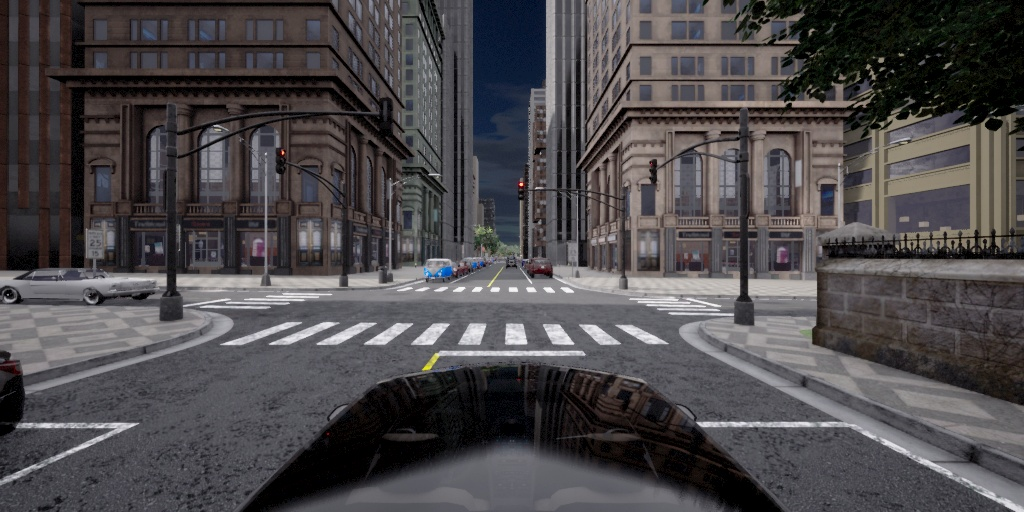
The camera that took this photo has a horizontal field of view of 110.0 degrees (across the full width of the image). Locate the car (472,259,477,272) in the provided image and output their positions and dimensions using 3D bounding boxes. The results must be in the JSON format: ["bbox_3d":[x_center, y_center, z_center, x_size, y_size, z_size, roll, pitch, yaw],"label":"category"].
[{"bbox_3d":[-5.845,1.351,44.766,1.948,1.339,4.313,0,0,0],"label":"car"}]

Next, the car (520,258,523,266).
[{"bbox_3d":[2.660,1.352,55.672,2.007,1.370,4.403,0,0,0],"label":"car"}]

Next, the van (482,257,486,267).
[{"bbox_3d":[-5.876,1.151,61.090,1.690,1.789,3.998,0,0,0],"label":"van"}]

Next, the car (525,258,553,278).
[{"bbox_3d":[2.701,1.085,33.909,2.192,1.841,5.009,0,0,0],"label":"car"}]

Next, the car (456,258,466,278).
[{"bbox_3d":[-5.824,1.210,33.884,1.967,1.591,4.097,0,0,0],"label":"car"}]

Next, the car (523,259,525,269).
[{"bbox_3d":[2.691,1.092,39.350,2.192,1.841,5.009,0,0,0],"label":"car"}]

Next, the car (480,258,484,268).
[{"bbox_3d":[-5.866,1.347,55.649,1.888,1.381,4.507,0,0,0],"label":"car"}]

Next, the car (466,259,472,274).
[{"bbox_3d":[-5.834,1.322,39.324,1.888,1.381,4.507,0,0,0],"label":"car"}]

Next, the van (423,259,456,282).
[{"bbox_3d":[-5.814,1.105,28.443,1.690,1.789,3.998,0,0,0],"label":"van"}]

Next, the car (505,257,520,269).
[{"bbox_3d":[-0.058,1.312,59.099,1.837,1.490,4.892,0,0,1],"label":"car"}]

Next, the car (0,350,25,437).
[{"bbox_3d":[-5.762,1.316,1.786,1.948,1.339,4.313,0,0,0],"label":"car"}]

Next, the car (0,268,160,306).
[{"bbox_3d":[-16.564,1.120,13.688,4.718,1.301,1.895,1,0,0],"label":"car"}]

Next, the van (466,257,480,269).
[{"bbox_3d":[-5.855,1.134,50.207,1.690,1.789,3.998,0,0,0],"label":"van"}]
